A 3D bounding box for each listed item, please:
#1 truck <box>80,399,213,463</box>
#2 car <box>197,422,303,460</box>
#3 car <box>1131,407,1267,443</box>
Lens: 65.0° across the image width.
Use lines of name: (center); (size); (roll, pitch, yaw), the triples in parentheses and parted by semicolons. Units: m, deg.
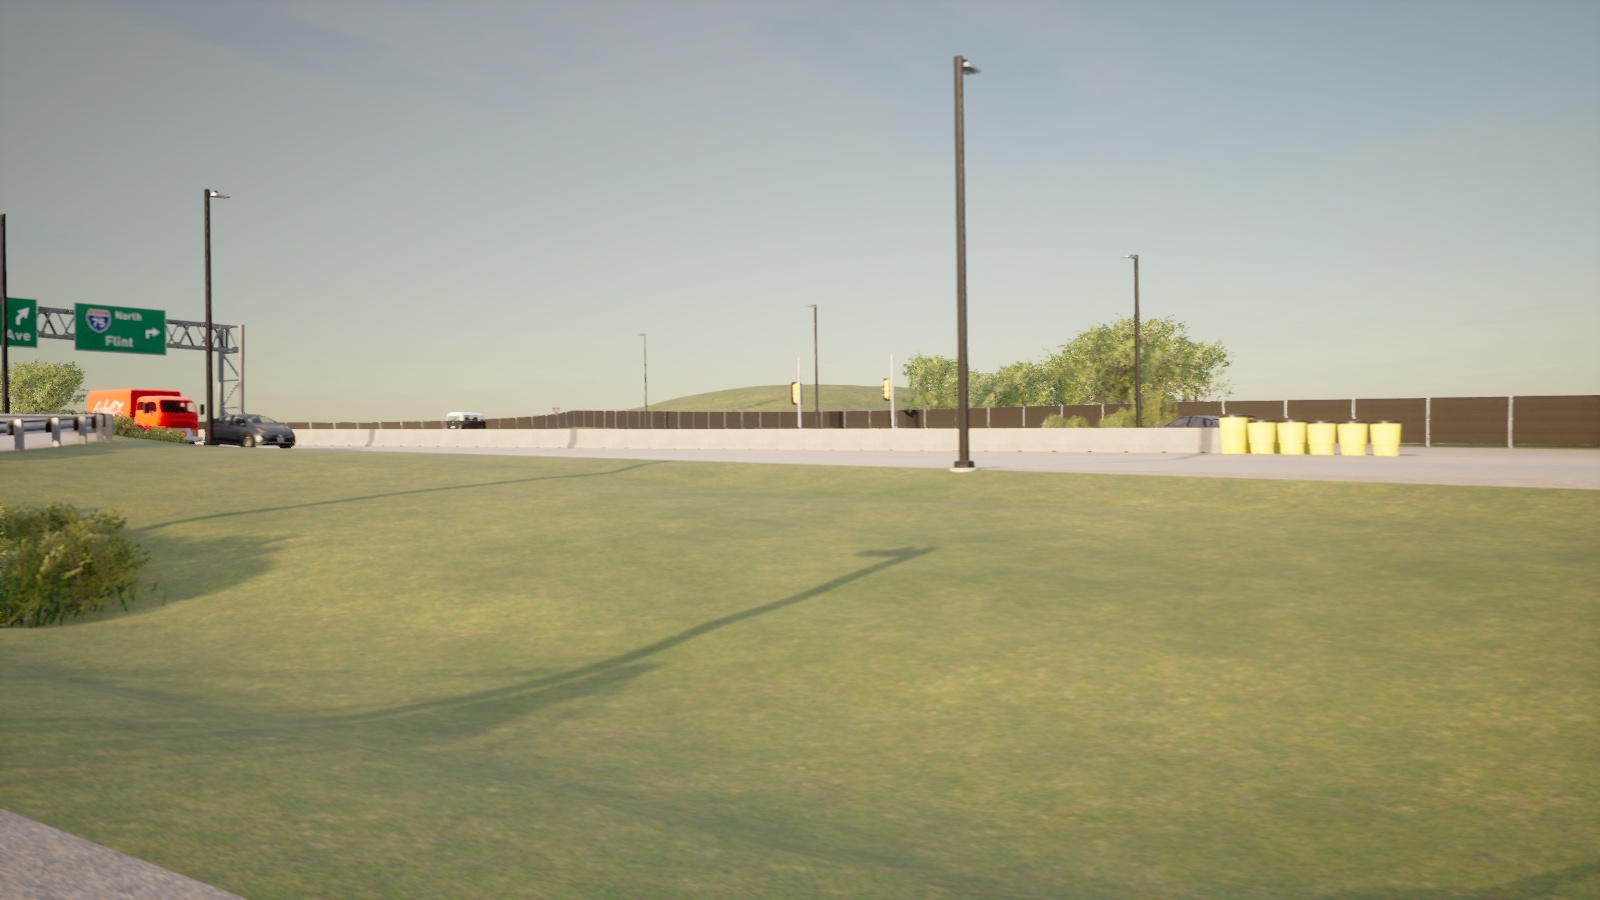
truck: (-26.703, -0.745, 51.287); (5.204, 2.467, 2.627); (0, 1, 34)
car: (-23.309, -0.372, 53.217); (4.514, 1.525, 2.007); (0, 1, 34)
car: (16.583, -1.038, 52.512); (2.033, 1.411, 5.357); (-2, 2, -33)
